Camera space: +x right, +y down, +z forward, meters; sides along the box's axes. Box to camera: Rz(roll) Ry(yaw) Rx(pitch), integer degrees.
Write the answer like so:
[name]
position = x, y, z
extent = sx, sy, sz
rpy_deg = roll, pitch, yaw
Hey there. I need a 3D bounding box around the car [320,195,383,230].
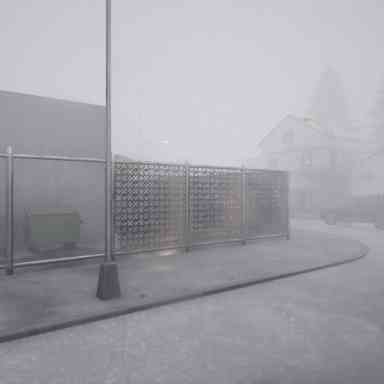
[car]
position = 11.045, 1.221, 21.256
extent = 2.150, 2.045, 5.566
rpy_deg = -1, 1, -35
